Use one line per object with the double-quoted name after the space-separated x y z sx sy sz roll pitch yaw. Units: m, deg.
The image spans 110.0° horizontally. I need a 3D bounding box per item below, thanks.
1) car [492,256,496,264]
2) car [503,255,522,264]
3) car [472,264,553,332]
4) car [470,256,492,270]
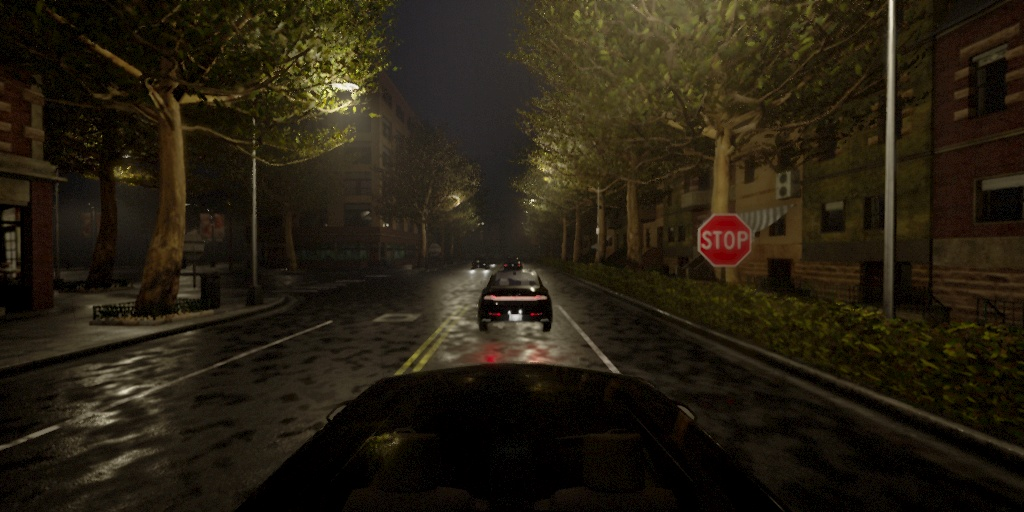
-3.616 0.694 58.543 1.994 1.385 4.181 0 1 0 "car"
0.063 0.912 37.056 2.033 1.411 5.357 0 1 0 "car"
0.081 1.145 10.489 2.128 1.511 4.902 0 1 0 "car"
-3.651 0.816 41.648 1.837 1.490 4.892 0 1 1 "car"
